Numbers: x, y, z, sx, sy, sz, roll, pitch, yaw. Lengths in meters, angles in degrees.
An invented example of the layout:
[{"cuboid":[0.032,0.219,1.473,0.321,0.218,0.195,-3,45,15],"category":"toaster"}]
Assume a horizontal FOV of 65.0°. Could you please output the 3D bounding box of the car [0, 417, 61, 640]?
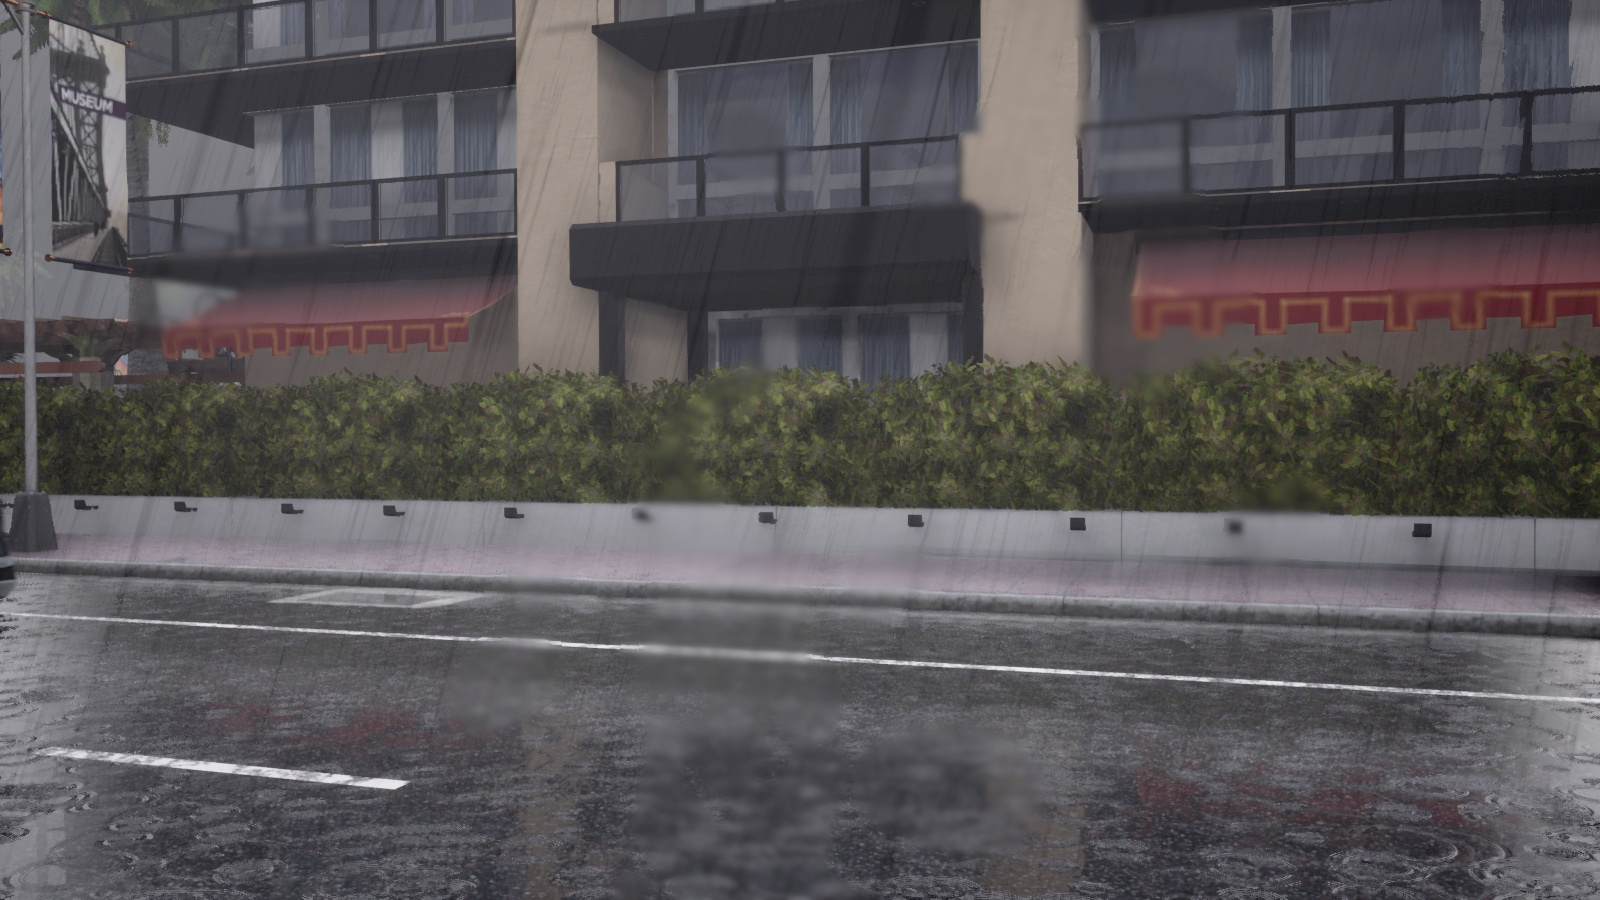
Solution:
[{"cuboid":[-8.369,0.573,9.536,4.856,1.649,2.033,0,1,18],"category":"car"}]
